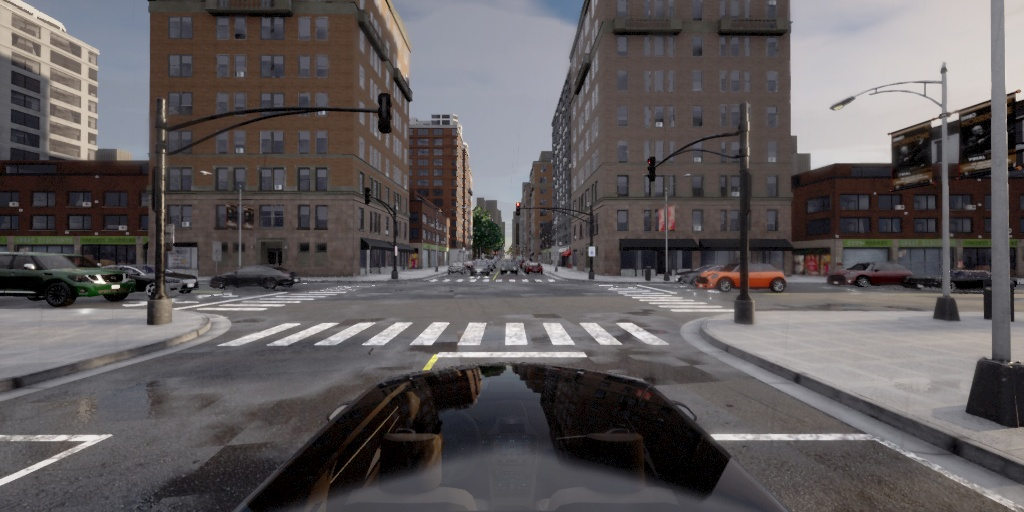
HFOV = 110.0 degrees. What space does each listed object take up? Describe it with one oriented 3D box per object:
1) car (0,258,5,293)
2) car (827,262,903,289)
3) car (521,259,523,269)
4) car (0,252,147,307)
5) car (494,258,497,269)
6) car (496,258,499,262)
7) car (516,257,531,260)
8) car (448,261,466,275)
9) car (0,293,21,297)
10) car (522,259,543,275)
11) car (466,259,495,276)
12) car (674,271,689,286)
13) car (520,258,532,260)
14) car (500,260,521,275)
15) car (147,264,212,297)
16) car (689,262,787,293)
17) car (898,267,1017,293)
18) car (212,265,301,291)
[{"bbox_3d":[-28.382,0.978,17.397,4.553,1.767,2.097,0,0,-1],"label":"car"},{"bbox_3d":[24.385,1.256,24.503,4.553,1.767,2.097,0,0,0],"label":"car"},{"bbox_3d":[2.400,1.354,45.454,1.948,1.339,4.313,0,0,-1],"label":"car"},{"bbox_3d":[-18.473,0.859,14.224,5.566,2.045,2.150,0,0,0],"label":"car"},{"bbox_3d":[-3.374,1.340,47.403,2.033,1.411,5.357,0,0,-1],"label":"car"},{"bbox_3d":[-3.485,1.322,57.784,1.837,1.490,4.892,0,0,0],"label":"car"},{"bbox_3d":[2.275,1.128,56.467,2.192,1.841,5.009,0,0,-1],"label":"car"},{"bbox_3d":[-6.062,1.329,39.854,2.007,1.370,4.403,0,0,-1],"label":"car"},{"bbox_3d":[-5.855,1.190,1.494,1.967,1.591,4.097,0,0,0],"label":"car"},{"bbox_3d":[2.463,1.324,39.947,1.888,1.381,4.507,0,0,-1],"label":"car"},{"bbox_3d":[-3.266,1.268,37.599,2.128,1.511,4.902,0,0,0],"label":"car"},{"bbox_3d":[13.692,1.347,24.438,4.902,1.511,2.128,0,0,0],"label":"car"},{"bbox_3d":[2.335,1.325,51.131,1.751,1.417,4.829,0,0,-1],"label":"car"},{"bbox_3d":[-0.253,1.380,39.875,1.895,1.301,4.718,0,0,1],"label":"car"},{"bbox_3d":[-18.124,1.156,17.469,4.902,1.511,2.128,0,0,-1],"label":"car"},{"bbox_3d":[13.392,1.180,21.170,4.553,1.767,2.097,0,0,0],"label":"car"},{"bbox_3d":[26.422,1.487,21.269,4.718,1.301,1.895,0,0,0],"label":"car"},{"bbox_3d":[-14.890,1.232,20.948,4.674,1.442,1.812,0,0,0],"label":"car"}]
